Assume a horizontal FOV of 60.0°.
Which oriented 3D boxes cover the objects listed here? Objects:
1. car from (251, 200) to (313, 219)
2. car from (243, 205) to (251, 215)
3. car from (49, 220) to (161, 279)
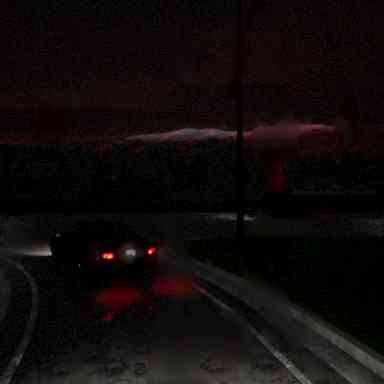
[{"bbox_3d":[8.065,1.559,29.194,4.892,1.490,1.837,0,0,-1],"label":"car"},{"bbox_3d":[7.534,1.547,32.682,5.008,1.535,1.882,0,0,-1],"label":"car"},{"bbox_3d":[-2.952,1.599,10.365,2.033,1.411,5.357,0,0,-35],"label":"car"}]
